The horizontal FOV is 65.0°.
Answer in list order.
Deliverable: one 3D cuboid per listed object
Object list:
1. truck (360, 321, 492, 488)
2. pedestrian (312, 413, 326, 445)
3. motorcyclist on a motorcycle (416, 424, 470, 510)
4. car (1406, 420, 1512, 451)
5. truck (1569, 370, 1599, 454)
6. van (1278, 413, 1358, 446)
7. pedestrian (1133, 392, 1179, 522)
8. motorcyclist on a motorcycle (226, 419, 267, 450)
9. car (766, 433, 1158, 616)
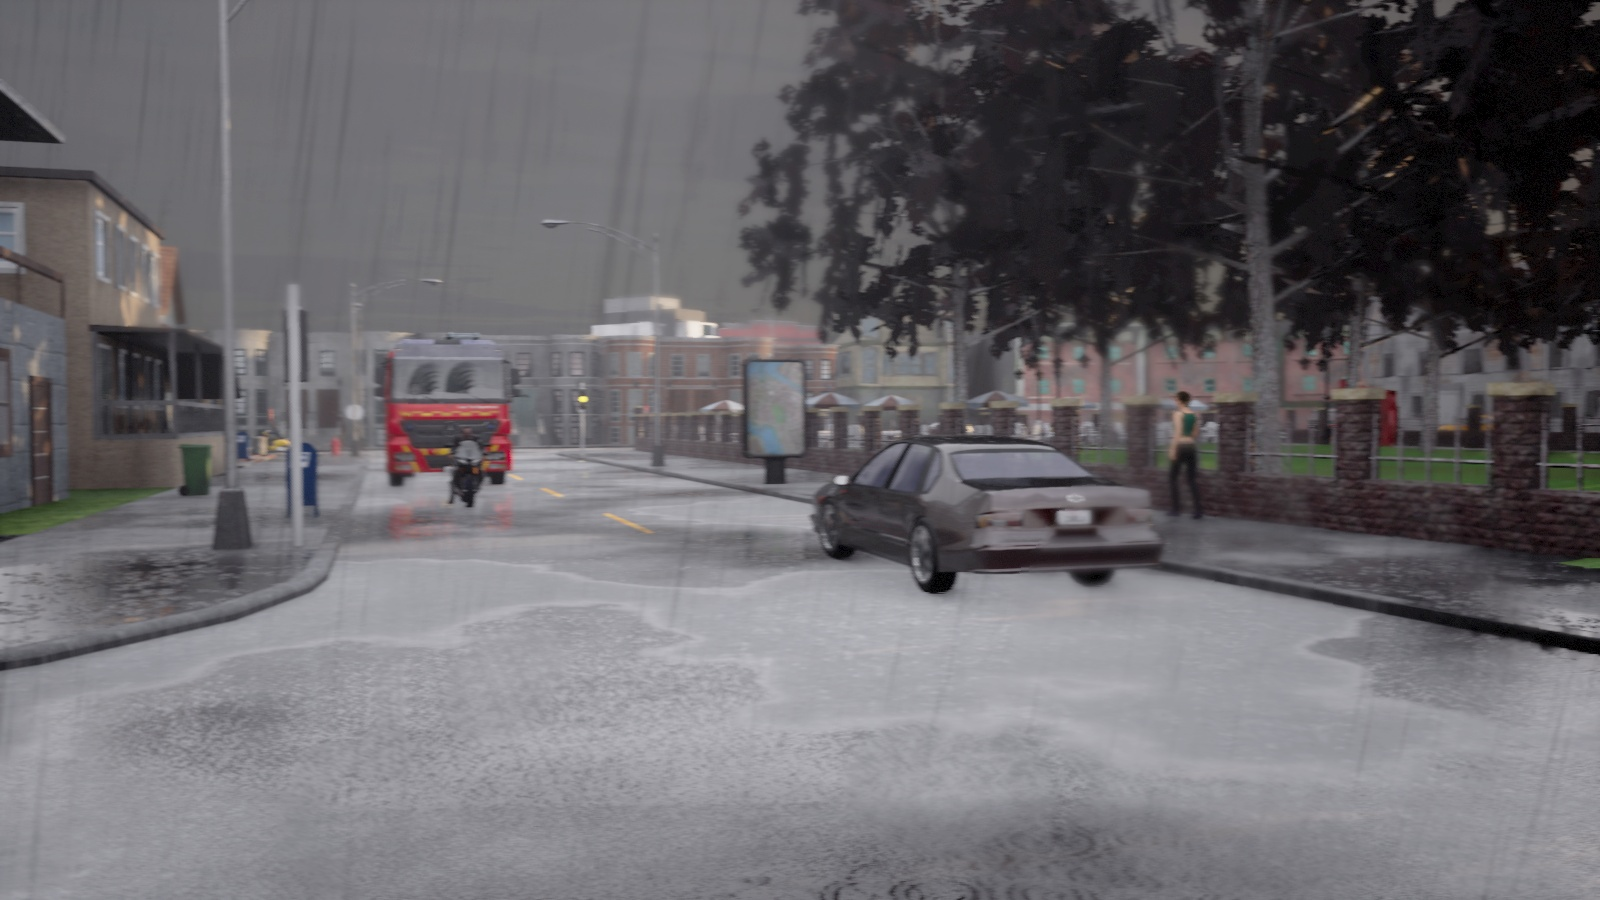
[{"bbox_3d":[-10.033,-1.143,33.113,2.891,3.827,8.468,0,1,-19],"label":"truck"},{"bbox_3d":[-27.123,-1.182,70.865,0.703,1.840,0.431,0,1,-18],"label":"pedestrian"},{"bbox_3d":[-6.778,0.283,23.767,0.866,1.530,2.191,0,1,-19],"label":"motorcyclist on a motorcycle"},{"bbox_3d":[34.768,-0.805,66.420,1.882,1.535,5.008,0,1,-19],"label":"car"},{"bbox_3d":[38.691,-1.677,55.153,2.891,3.827,8.468,0,1,-19],"label":"truck"},{"bbox_3d":[31.263,-1.259,75.944,1.775,1.987,4.442,-1,2,-24],"label":"van"},{"bbox_3d":[5.113,0.096,18.048,0.345,1.836,0.594,0,1,-19],"label":"pedestrian"},{"bbox_3d":[-28.673,-0.799,65.106,1.817,1.590,0.866,-1,2,-17],"label":"motorcyclist on a motorcycle"},{"bbox_3d":[1.303,0.558,12.903,2.033,1.411,5.357,0,1,-16],"label":"car"}]
